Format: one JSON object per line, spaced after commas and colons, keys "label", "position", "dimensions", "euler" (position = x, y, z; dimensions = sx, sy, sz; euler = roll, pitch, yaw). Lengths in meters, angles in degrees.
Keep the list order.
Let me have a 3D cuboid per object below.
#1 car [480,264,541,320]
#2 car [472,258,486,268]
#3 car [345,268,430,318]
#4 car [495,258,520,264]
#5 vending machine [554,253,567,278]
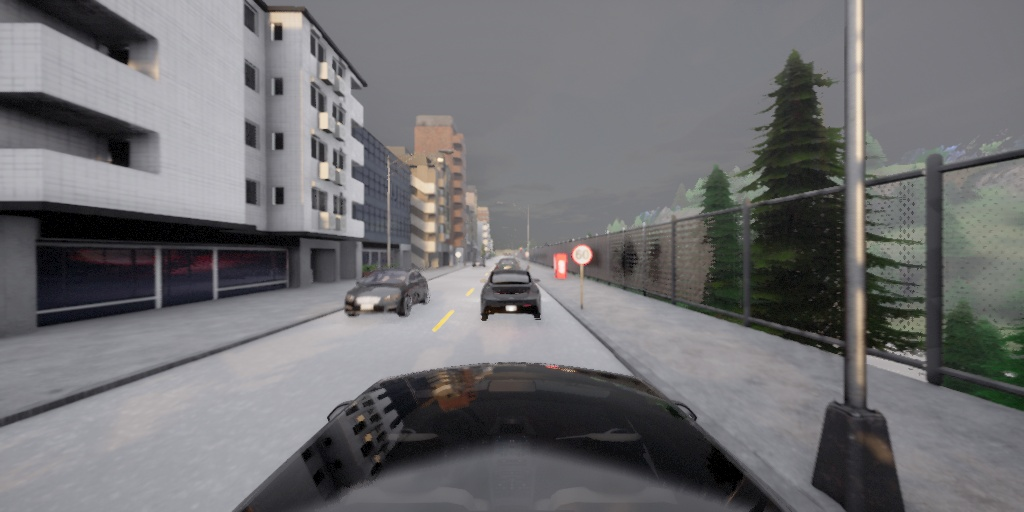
{"label": "car", "position": [-0.062, 1.200, 12.432], "dimensions": [1.837, 1.490, 4.892], "euler": [0, 0, -1]}
{"label": "car", "position": [-4.950, 0.995, 54.040], "dimensions": [2.128, 1.511, 4.902], "euler": [0, 0, -1]}
{"label": "car", "position": [-4.273, 1.206, 12.937], "dimensions": [2.128, 1.511, 4.902], "euler": [0, 0, -1]}
{"label": "car", "position": [-0.370, 0.956, 30.189], "dimensions": [2.097, 1.767, 4.553], "euler": [0, 0, -1]}
{"label": "vending machine", "position": [3.863, 0.785, 28.480], "dimensions": [1.100, 2.100, 0.880], "euler": [0, 0, -1]}
